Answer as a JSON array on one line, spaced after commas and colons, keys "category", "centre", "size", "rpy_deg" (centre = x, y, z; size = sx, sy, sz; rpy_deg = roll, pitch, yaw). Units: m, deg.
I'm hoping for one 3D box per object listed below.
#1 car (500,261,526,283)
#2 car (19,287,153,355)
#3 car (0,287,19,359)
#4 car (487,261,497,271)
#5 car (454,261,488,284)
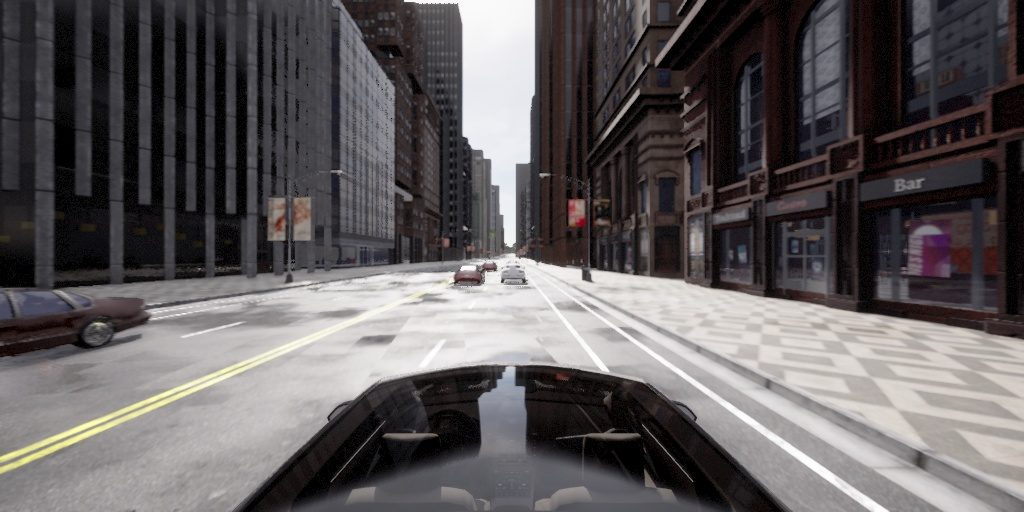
[{"category": "car", "centre": [0.103, 1.299, 28.457], "size": [1.812, 1.442, 4.674], "rpy_deg": [0, 0, 0]}, {"category": "car", "centre": [-9.836, 1.299, 6.431], "size": [2.033, 1.411, 5.357], "rpy_deg": [0, 0, 0]}, {"category": "car", "centre": [-6.594, 1.102, 1.733], "size": [2.097, 1.767, 4.553], "rpy_deg": [0, 0, 0]}, {"category": "car", "centre": [-3.144, 1.371, 50.934], "size": [1.994, 1.385, 4.181], "rpy_deg": [0, 0, 0]}, {"category": "car", "centre": [-3.145, 1.335, 27.083], "size": [1.994, 1.385, 4.181], "rpy_deg": [0, 0, 0]}]
